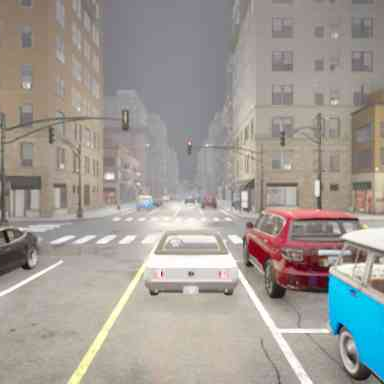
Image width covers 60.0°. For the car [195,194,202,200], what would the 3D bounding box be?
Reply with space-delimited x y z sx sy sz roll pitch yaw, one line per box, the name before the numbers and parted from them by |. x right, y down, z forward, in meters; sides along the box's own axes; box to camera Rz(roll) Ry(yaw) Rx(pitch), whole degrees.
car | 1.853 1.474 94.450 1.967 1.590 4.097 0 0 0

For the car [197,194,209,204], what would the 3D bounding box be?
car | 2.113 1.341 67.421 2.192 1.841 5.009 0 0 0

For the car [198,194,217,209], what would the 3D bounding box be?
car | 2.320 1.334 45.797 2.192 1.841 5.009 0 0 0

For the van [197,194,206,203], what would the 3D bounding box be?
van | 2.061 1.369 72.827 1.690 1.788 3.998 0 0 0

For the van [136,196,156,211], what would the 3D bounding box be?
van | -5.746 1.358 40.319 1.690 1.788 3.998 0 0 0

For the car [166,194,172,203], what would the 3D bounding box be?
car | -6.017 1.553 72.587 1.752 1.417 4.829 0 0 0

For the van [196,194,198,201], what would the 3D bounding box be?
van | 2.164 1.365 62.015 1.690 1.788 3.998 0 0 0

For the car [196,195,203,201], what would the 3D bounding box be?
car | 1.904 1.557 89.215 1.752 1.417 4.829 0 0 0

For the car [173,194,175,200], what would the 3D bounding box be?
car | -6.109 1.596 83.568 1.947 1.339 4.313 0 0 0

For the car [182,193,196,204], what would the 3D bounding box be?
car | -0.422 1.513 62.169 2.128 1.511 4.902 0 0 -1

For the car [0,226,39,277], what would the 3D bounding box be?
car | -5.449 1.570 8.357 1.947 1.339 4.313 0 0 0

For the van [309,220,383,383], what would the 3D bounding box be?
van | 2.624 1.343 2.915 1.690 1.788 3.998 0 0 0

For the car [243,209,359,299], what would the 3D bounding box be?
car | 2.576 1.319 8.427 2.192 1.841 5.009 0 0 0

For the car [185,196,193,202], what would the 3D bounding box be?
car | -0.643 1.624 75.598 1.895 1.301 4.718 0 0 0

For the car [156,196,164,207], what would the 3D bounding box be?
car | -5.836 1.587 51.131 1.947 1.339 4.313 0 0 0

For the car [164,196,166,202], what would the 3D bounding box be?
car | -5.882 1.567 56.537 1.887 1.381 4.507 0 0 0

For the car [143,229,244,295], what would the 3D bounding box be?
car | -0.014 1.605 8.646 1.895 1.301 4.718 0 0 0
